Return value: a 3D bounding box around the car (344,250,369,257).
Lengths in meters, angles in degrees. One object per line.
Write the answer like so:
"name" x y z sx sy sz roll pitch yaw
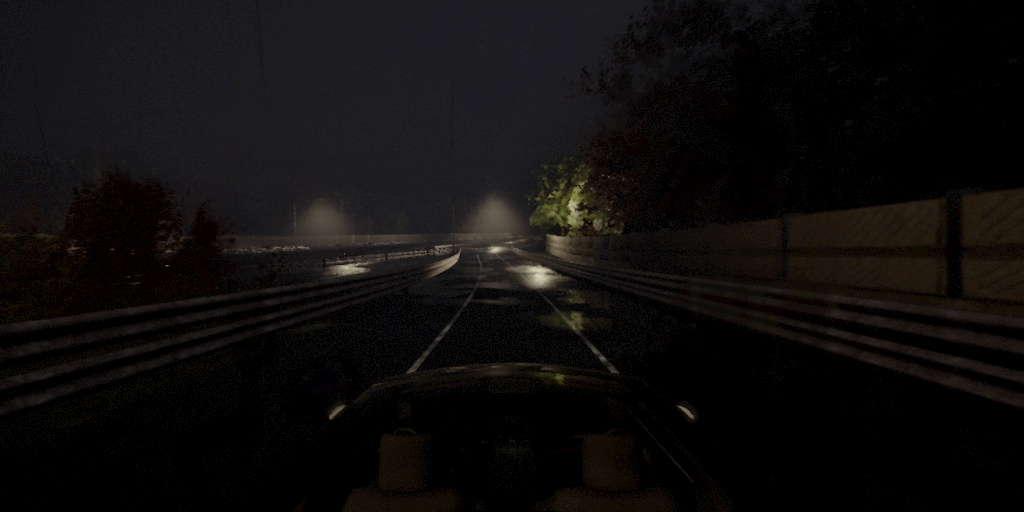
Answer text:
"car" -25.324 -0.337 58.453 1.994 1.385 4.181 1 4 19

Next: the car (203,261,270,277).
"car" -26.092 1.355 34.438 1.895 1.301 4.718 1 4 19

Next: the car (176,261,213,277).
"car" -29.446 1.216 35.429 1.837 1.490 4.892 1 4 19

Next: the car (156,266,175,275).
"car" -32.786 1.206 36.482 2.033 1.411 5.357 1 4 19
